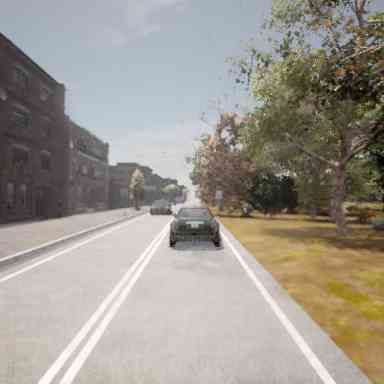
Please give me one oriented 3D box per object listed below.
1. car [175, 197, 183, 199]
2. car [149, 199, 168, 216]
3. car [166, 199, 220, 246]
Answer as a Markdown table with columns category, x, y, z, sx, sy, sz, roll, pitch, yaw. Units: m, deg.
| category | x | y | z | sx | sy | sz | roll | pitch | yaw |
| --- | --- | --- | --- | --- | --- | --- | --- | --- | --- |
| car | -2.956 | 2.117 | 76.995 | 2.150 | 2.045 | 5.566 | 0 | -1 | 0 |
| car | -3.270 | 1.578 | 35.581 | 2.097 | 1.767 | 4.553 | 0 | -1 | 0 |
| car | 0.117 | 1.389 | 15.479 | 2.097 | 1.767 | 4.553 | 0 | 0 | 0 |
